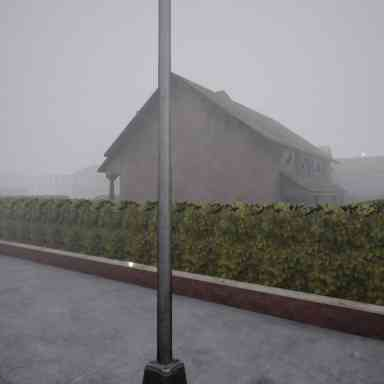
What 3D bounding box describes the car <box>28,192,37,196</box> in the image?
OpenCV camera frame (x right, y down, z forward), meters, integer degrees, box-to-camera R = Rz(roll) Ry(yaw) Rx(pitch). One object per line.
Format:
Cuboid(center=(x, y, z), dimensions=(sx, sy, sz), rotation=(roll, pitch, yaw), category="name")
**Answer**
Cuboid(center=(-33.519, 0.973, 70.191), dimensions=(3.866, 1.878, 1.905), rotation=(0, 0, 36), category="car")
